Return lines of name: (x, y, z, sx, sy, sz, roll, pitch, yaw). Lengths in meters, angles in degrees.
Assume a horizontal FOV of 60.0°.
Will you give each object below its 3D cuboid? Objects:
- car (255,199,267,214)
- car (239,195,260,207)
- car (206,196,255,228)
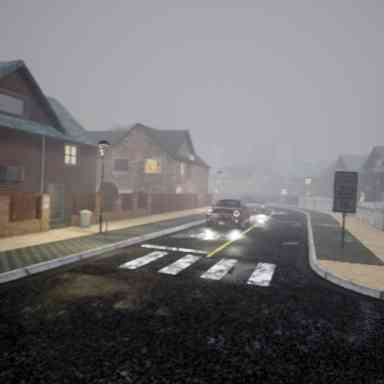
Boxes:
car: (6.677, 1.446, 34.127, 1.895, 1.301, 4.718, 3, 1, 16)
car: (8.599, 1.326, 50.276, 1.882, 1.535, 5.008, 2, 0, -5)
car: (2.395, 1.189, 20.944, 2.097, 1.767, 4.553, 3, 1, 19)
